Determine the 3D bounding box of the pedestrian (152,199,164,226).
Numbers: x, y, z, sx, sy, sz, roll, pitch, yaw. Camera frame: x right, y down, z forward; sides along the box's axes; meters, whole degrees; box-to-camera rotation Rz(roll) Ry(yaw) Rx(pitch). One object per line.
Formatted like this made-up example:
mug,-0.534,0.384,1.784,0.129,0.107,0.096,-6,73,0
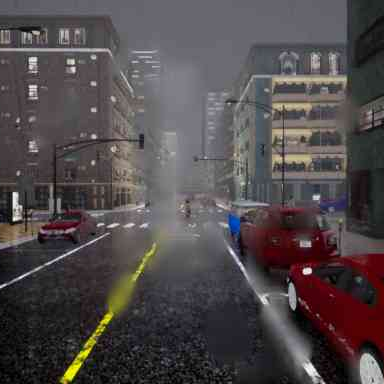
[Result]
pedestrian,-2.179,1.293,21.513,0.375,1.860,0.375,0,0,0

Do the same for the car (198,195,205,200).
car,2.615,1.558,92.507,1.752,1.417,4.829,-1,0,0

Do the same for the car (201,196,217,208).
car,2.649,1.585,48.150,1.802,1.307,4.206,0,0,0

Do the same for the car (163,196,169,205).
car,-5.741,1.575,59.203,1.947,1.339,4.313,0,0,0

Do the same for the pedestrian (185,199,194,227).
pedestrian,-0.234,1.292,20.943,0.375,1.860,0.375,0,0,0

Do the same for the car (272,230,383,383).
car,2.681,1.544,4.699,1.887,1.381,4.507,0,0,0

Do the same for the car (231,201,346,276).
car,2.675,1.314,10.228,2.192,1.841,5.009,0,0,0

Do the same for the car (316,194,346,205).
car,14.918,1.226,32.718,5.008,1.535,1.882,-1,0,0

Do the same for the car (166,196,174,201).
car,-5.761,1.610,86.820,1.802,1.307,4.206,0,0,0

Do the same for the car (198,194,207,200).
car,2.636,1.557,64.720,1.887,1.381,4.507,0,0,0

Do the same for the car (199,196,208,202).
car,2.628,1.585,75.767,1.947,1.339,4.313,0,0,0

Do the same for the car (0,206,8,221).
car,-17.629,1.809,29.259,4.181,1.385,1.994,-1,0,0

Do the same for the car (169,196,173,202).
car,-5.753,1.564,75.773,1.887,1.381,4.507,0,0,0

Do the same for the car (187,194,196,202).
car,-0.058,1.368,77.574,2.097,1.767,4.553,0,0,0

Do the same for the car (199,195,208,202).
car,2.645,1.572,53.673,1.947,1.339,4.313,0,0,0

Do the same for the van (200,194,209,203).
van,2.630,1.357,70.243,1.690,1.788,3.998,0,0,0

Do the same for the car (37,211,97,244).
car,-5.708,1.581,15.750,1.802,1.307,4.206,0,0,0

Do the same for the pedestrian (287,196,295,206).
pedestrian,6.028,1.139,20.290,0.375,1.860,0.375,0,0,0

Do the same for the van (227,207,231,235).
van,2.671,1.340,15.755,1.690,1.788,3.998,0,0,0

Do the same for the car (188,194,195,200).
car,-0.064,1.339,87.609,1.882,1.535,5.008,0,0,0

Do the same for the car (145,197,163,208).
car,-5.732,1.569,48.156,1.947,1.339,4.313,0,0,0
